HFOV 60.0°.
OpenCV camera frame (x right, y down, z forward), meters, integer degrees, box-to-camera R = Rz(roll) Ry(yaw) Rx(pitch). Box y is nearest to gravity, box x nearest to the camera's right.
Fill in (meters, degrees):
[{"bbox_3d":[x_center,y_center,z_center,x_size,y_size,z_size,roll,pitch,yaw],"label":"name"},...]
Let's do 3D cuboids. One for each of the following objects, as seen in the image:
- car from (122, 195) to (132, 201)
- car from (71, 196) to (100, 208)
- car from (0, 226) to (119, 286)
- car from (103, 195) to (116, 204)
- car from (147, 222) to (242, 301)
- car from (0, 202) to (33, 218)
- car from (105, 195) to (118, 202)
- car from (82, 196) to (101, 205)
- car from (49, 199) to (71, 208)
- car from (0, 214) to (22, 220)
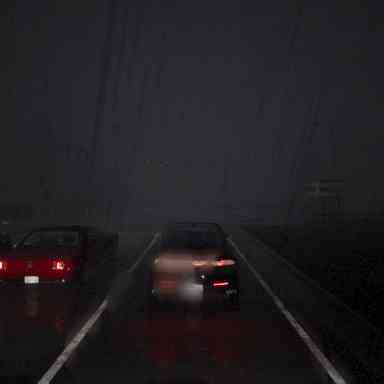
[{"bbox_3d":[-14.937,1.492,76.689,1.837,1.490,4.892,0,0,0],"label":"car"},{"bbox_3d":[-15.057,1.352,47.357,2.097,1.767,4.553,0,0,0],"label":"car"},{"bbox_3d":[-3.427,1.601,9.379,1.895,1.301,4.718,0,0,0],"label":"car"},{"bbox_3d":[-15.003,1.564,61.449,1.994,1.385,4.181,0,0,1],"label":"car"},{"bbox_3d":[0.064,1.492,8.291,2.128,1.511,4.902,0,0,1],"label":"car"},{"bbox_3d":[-15.078,1.564,27.855,1.994,1.385,4.181,0,0,0],"label":"car"},{"bbox_3d":[-18.437,1.516,76.692,1.812,1.442,4.674,0,0,0],"label":"car"},{"bbox_3d":[-18.498,1.504,61.453,1.837,1.490,4.892,0,0,1],"label":"car"},{"bbox_3d":[-18.557,1.601,47.347,1.895,1.301,4.718,0,0,0],"label":"car"},{"bbox_3d":[-6.933,1.547,8.722,2.033,1.411,5.357,0,0,1],"label":"car"}]
